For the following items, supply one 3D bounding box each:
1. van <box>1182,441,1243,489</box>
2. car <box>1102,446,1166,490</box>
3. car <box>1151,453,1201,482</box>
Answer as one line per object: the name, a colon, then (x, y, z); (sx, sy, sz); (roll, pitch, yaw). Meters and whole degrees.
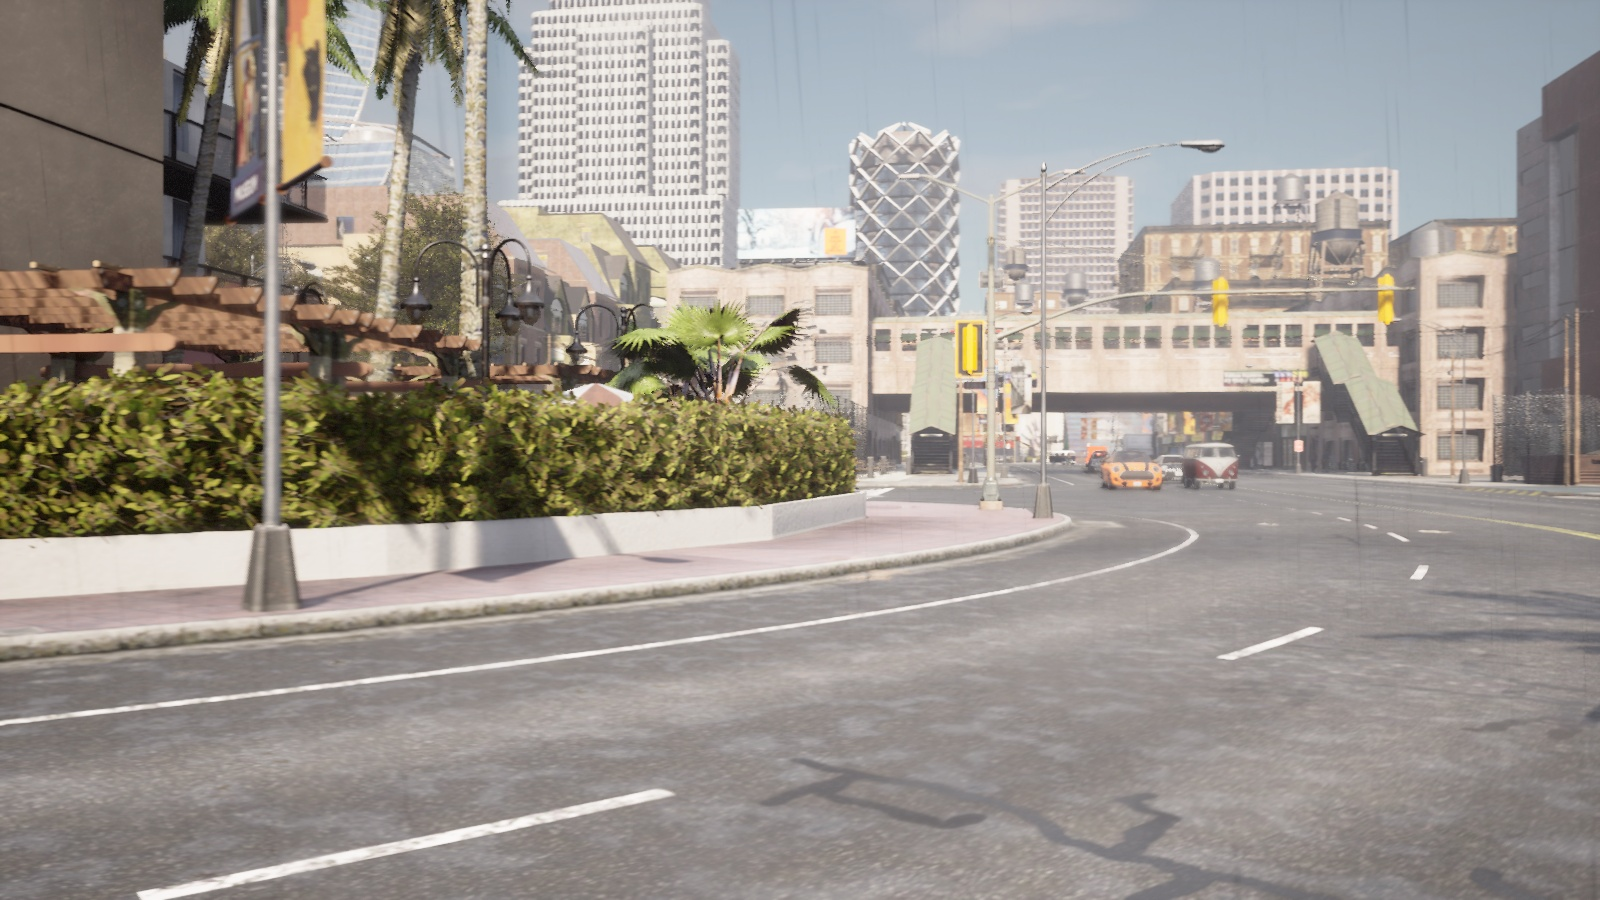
van: (17.800, 0.631, 54.322); (1.775, 1.987, 4.442); (0, 0, 8)
car: (14.115, 0.743, 53.299); (2.097, 1.767, 4.553); (0, 0, 8)
car: (19.302, 0.874, 64.609); (1.970, 1.475, 3.806); (0, 0, 8)
